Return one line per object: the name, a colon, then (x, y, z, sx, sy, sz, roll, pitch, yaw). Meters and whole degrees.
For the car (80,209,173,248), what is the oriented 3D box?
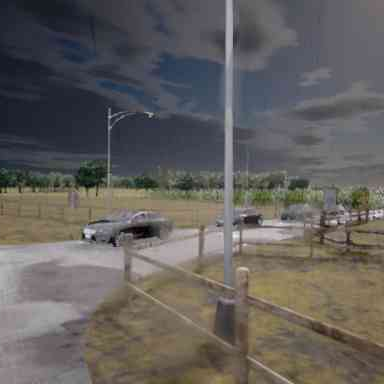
car: (-2.852, 1.589, 15.580, 2.128, 1.511, 4.902, 2, 0, 34)

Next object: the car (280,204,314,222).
car: (10.507, 1.947, 33.120, 2.097, 1.767, 4.553, 2, 0, 38)

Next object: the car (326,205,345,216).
car: (18.672, 2.455, 43.571, 1.837, 1.490, 4.892, 2, -1, 38)

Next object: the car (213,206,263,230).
car: (3.438, 1.825, 24.006, 1.837, 1.490, 4.892, 2, 0, 38)
